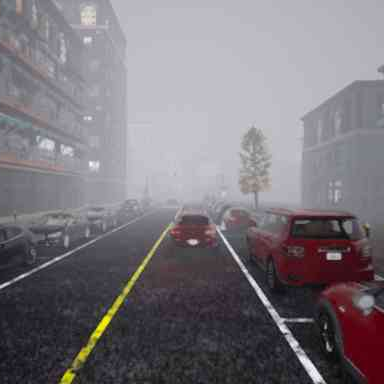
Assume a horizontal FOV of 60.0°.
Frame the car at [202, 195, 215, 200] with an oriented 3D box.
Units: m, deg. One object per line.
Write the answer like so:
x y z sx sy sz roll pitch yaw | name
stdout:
2.737 1.509 47.652 1.752 1.417 4.829 0 0 0 | car

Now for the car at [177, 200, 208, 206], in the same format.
0.068 1.581 27.236 1.895 1.301 4.718 0 0 1 | car

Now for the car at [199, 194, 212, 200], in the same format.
2.743 1.299 53.022 2.192 1.841 5.009 0 0 0 | car

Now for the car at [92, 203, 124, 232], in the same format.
-5.670 1.532 19.794 2.008 1.369 4.403 0 0 0 | car

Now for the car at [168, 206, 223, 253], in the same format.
0.065 1.510 13.534 1.812 1.442 4.674 0 0 1 | car

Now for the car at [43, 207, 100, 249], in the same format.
-5.675 1.535 14.256 2.008 1.369 4.403 0 0 0 | car

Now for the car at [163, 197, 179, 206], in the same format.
-3.019 1.549 53.360 1.994 1.385 4.181 0 0 0 | car

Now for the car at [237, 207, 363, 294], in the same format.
2.700 1.304 8.710 2.192 1.841 5.009 0 0 0 | car

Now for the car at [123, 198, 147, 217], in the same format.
-5.660 1.421 30.872 1.967 1.590 4.097 0 0 0 | car

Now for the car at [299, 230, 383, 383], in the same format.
2.695 1.436 3.169 1.967 1.590 4.097 0 0 0 | car

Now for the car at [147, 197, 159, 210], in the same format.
-5.649 1.423 41.952 1.967 1.590 4.097 0 0 0 | car

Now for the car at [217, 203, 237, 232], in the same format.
2.710 1.563 19.786 1.802 1.307 4.206 0 0 0 | car

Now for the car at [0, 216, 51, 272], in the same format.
-5.680 1.555 8.718 1.947 1.339 4.313 0 0 0 | car

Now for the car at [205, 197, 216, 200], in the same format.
2.726 1.547 36.403 1.947 1.339 4.313 0 0 0 | car

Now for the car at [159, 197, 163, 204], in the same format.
-5.634 1.510 58.401 1.752 1.417 4.829 0 0 0 | car

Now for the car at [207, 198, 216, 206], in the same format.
2.721 1.532 30.864 2.008 1.369 4.403 0 0 0 | car

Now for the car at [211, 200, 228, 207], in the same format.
2.715 1.546 25.326 1.947 1.339 4.313 0 0 0 | car
